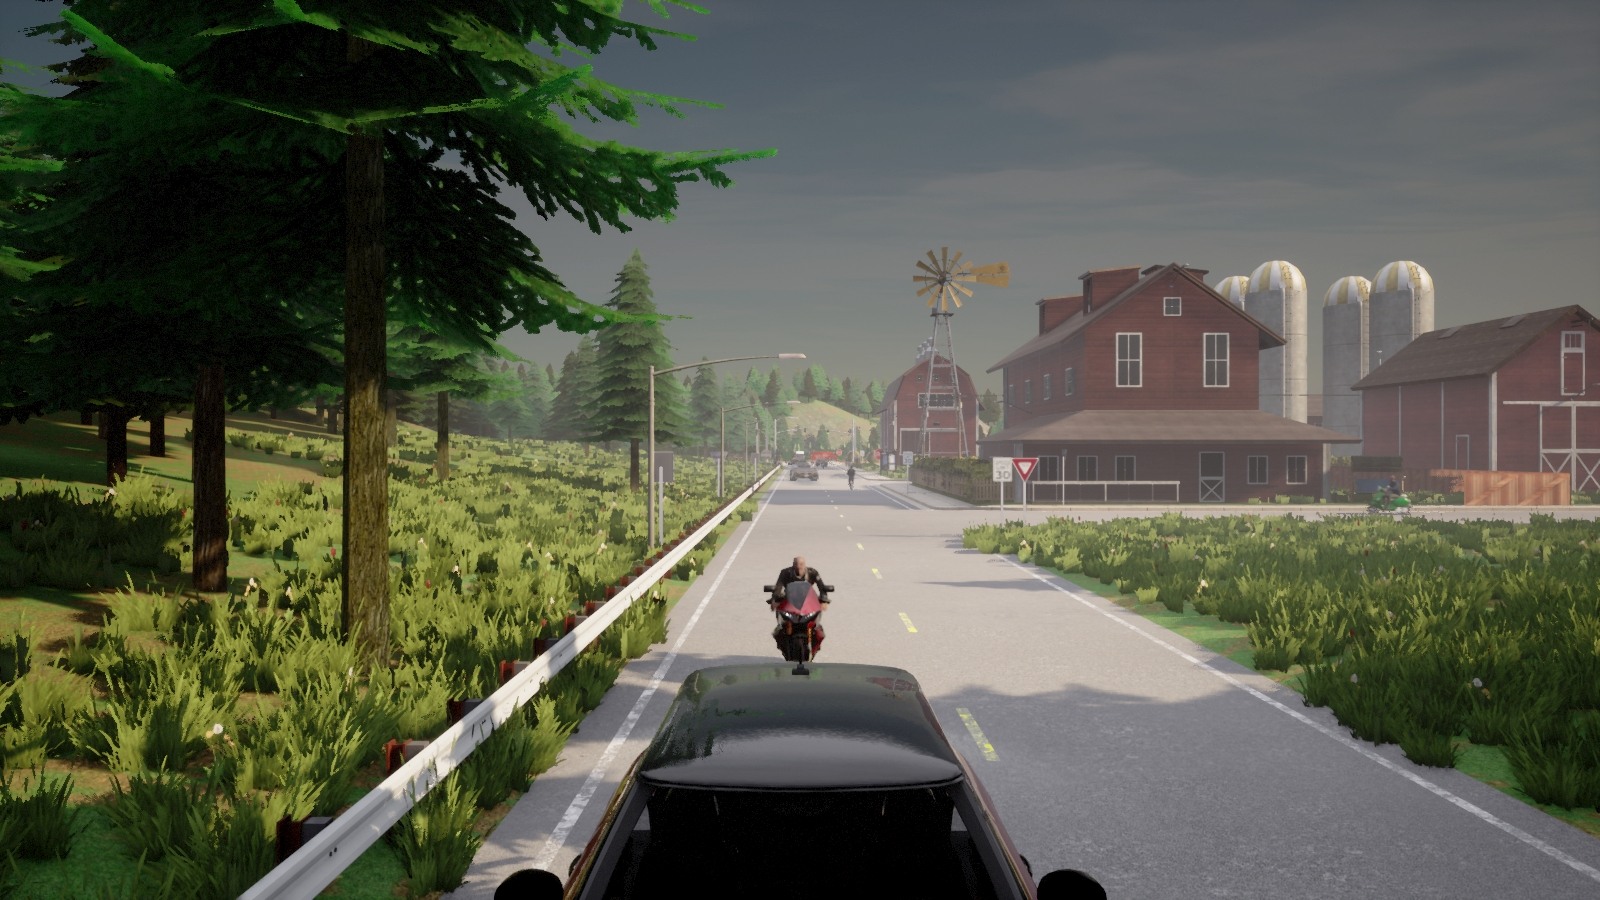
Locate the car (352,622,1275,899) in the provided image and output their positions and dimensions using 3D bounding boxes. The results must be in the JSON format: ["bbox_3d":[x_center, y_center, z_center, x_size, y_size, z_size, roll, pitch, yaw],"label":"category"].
[{"bbox_3d":[0.033,1.906,4.501,2.097,1.767,4.553,0,0,0],"label":"car"}]

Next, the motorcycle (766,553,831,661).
[{"bbox_3d":[-0.026,2.205,16.431,0.867,1.251,2.209,0,0,0],"label":"motorcycle"}]
